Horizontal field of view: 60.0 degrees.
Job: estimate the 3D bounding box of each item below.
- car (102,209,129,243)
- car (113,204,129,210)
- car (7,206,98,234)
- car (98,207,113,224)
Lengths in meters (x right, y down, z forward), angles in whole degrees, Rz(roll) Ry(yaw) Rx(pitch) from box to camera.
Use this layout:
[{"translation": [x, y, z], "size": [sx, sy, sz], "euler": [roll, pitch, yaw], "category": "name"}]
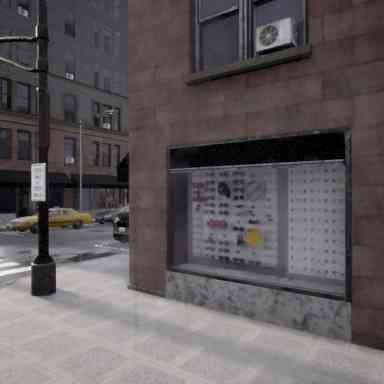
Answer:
[{"translation": [-1.633, 1.560, 15.187], "size": [1.947, 1.339, 4.313], "euler": [0, 0, 35], "category": "car"}, {"translation": [-2.623, 1.570, 23.248], "size": [2.033, 1.411, 5.357], "euler": [0, 0, 35], "category": "car"}, {"translation": [-8.261, 1.554, 19.713], "size": [1.752, 1.417, 4.829], "euler": [0, 0, 35], "category": "car"}, {"translation": [-5.021, 1.583, 24.260], "size": [2.008, 1.369, 4.403], "euler": [0, 0, 35], "category": "car"}]
